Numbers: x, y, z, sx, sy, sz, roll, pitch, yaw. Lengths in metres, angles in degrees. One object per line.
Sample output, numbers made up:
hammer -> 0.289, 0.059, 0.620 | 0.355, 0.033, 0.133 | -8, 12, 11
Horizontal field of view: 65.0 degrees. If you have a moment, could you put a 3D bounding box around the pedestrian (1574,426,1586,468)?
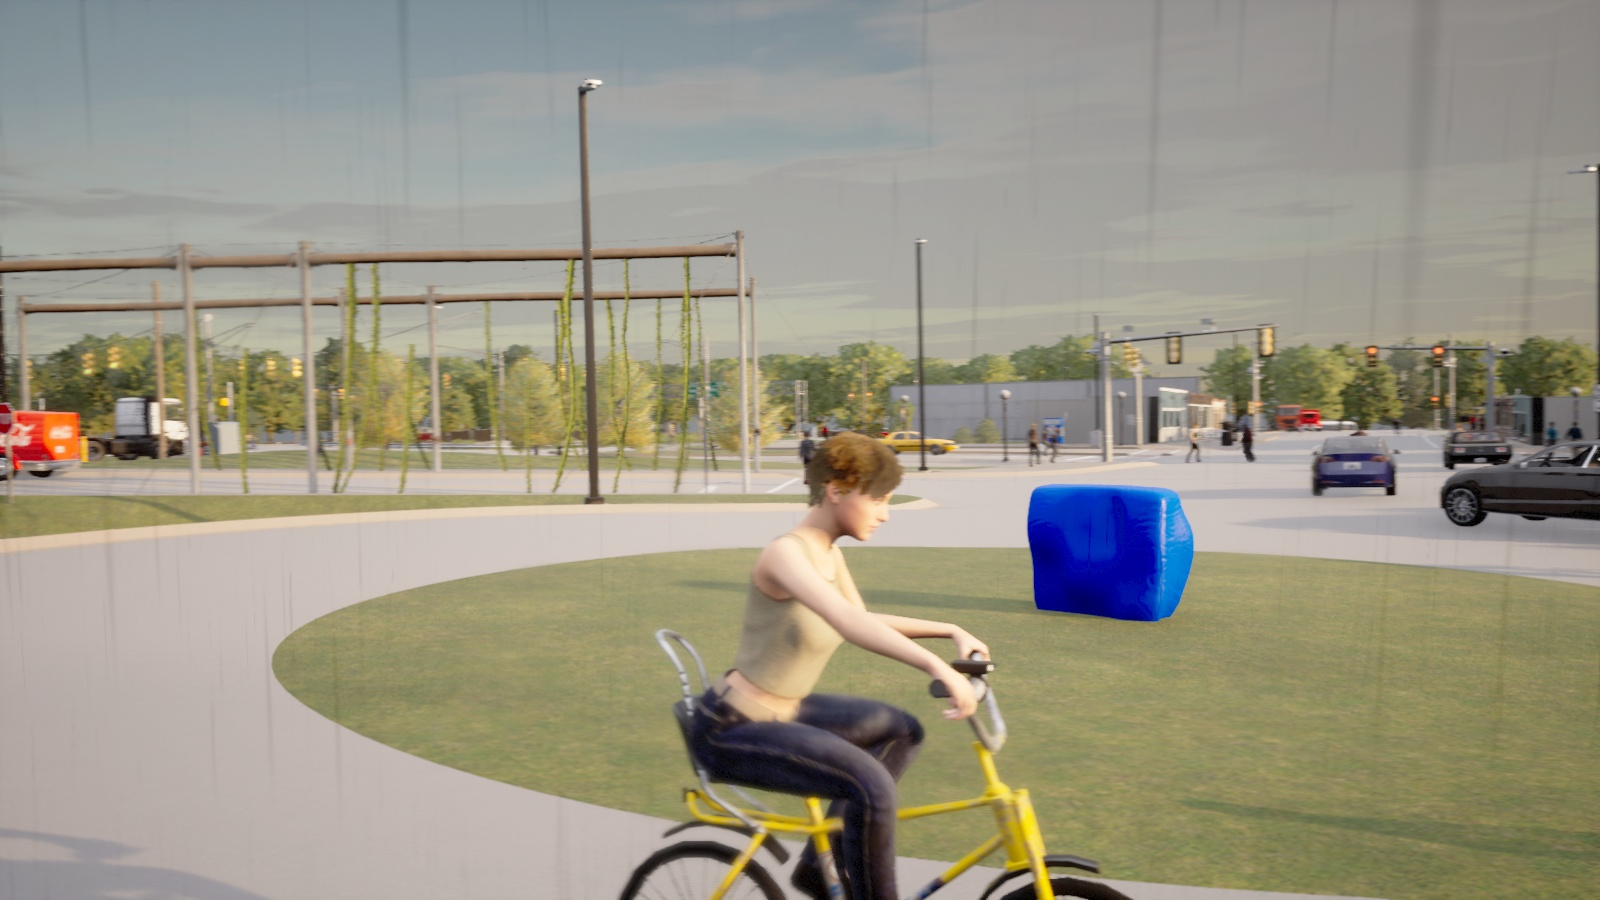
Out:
pedestrian -> 34.147, -0.134, 54.990 | 0.370, 1.835, 0.726 | 0, 2, 37

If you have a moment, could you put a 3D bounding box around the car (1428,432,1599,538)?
car -> 13.935, 0.579, 22.107 | 2.152, 1.651, 5.027 | -2, 2, -21

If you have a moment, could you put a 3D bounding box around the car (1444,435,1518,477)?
car -> 23.034, 0.171, 42.632 | 1.895, 1.301, 4.718 | 0, 1, 25

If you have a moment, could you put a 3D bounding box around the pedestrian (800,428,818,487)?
pedestrian -> 0.304, 0.246, 42.066 | 0.423, 1.949, 0.788 | -1, 2, 11

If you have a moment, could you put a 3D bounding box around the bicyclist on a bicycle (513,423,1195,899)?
bicyclist on a bicycle -> 0.183, 0.760, 3.133 | 1.509, 1.612, 0.866 | 0, -2, 18

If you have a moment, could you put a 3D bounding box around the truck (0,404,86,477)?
truck -> -28.855, -0.405, 44.808 | 5.204, 2.467, 2.627 | 2, 2, 0

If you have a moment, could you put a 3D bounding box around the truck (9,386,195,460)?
truck -> -34.593, -1.280, 62.622 | 2.891, 3.462, 7.936 | 0, 0, 24

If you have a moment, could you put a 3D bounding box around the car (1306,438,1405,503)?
car -> 14.443, 0.477, 32.512 | 2.163, 1.488, 4.792 | -1, 1, 26

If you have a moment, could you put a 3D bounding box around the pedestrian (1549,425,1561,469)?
pedestrian -> 33.605, -0.159, 55.877 | 0.396, 1.930, 0.692 | 0, 2, 35

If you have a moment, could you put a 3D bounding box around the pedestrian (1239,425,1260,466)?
pedestrian -> 20.644, -0.206, 57.650 | 0.899, 1.844, 0.634 | 0, 2, 22

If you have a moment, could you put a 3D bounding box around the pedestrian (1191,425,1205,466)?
pedestrian -> 17.951, -0.196, 56.612 | 0.594, 1.836, 0.345 | 0, 2, 15

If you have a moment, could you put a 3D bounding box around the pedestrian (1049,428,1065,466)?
pedestrian -> 12.649, -0.151, 61.844 | 0.720, 1.854, 0.376 | -1, 2, 5

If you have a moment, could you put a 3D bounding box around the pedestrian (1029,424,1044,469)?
pedestrian -> 9.747, -0.161, 51.759 | 0.331, 1.846, 0.634 | 0, 2, 38

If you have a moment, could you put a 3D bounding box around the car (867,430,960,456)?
car -> 6.879, -0.424, 76.210 | 5.366, 1.575, 1.801 | 0, 1, 21
